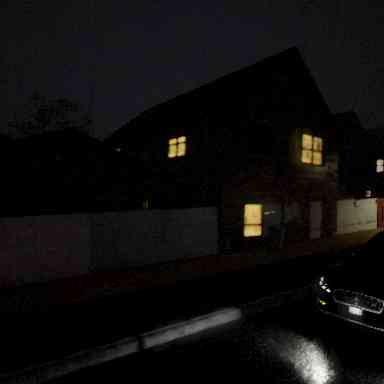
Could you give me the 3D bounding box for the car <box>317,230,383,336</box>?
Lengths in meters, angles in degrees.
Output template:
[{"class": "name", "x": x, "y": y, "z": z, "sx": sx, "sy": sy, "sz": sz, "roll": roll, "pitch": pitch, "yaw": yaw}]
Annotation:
[{"class": "car", "x": 4.309, "y": 1.432, "z": 6.215, "sx": 4.892, "sy": 1.490, "sz": 1.837, "roll": -1, "pitch": 0, "yaw": -36}]
